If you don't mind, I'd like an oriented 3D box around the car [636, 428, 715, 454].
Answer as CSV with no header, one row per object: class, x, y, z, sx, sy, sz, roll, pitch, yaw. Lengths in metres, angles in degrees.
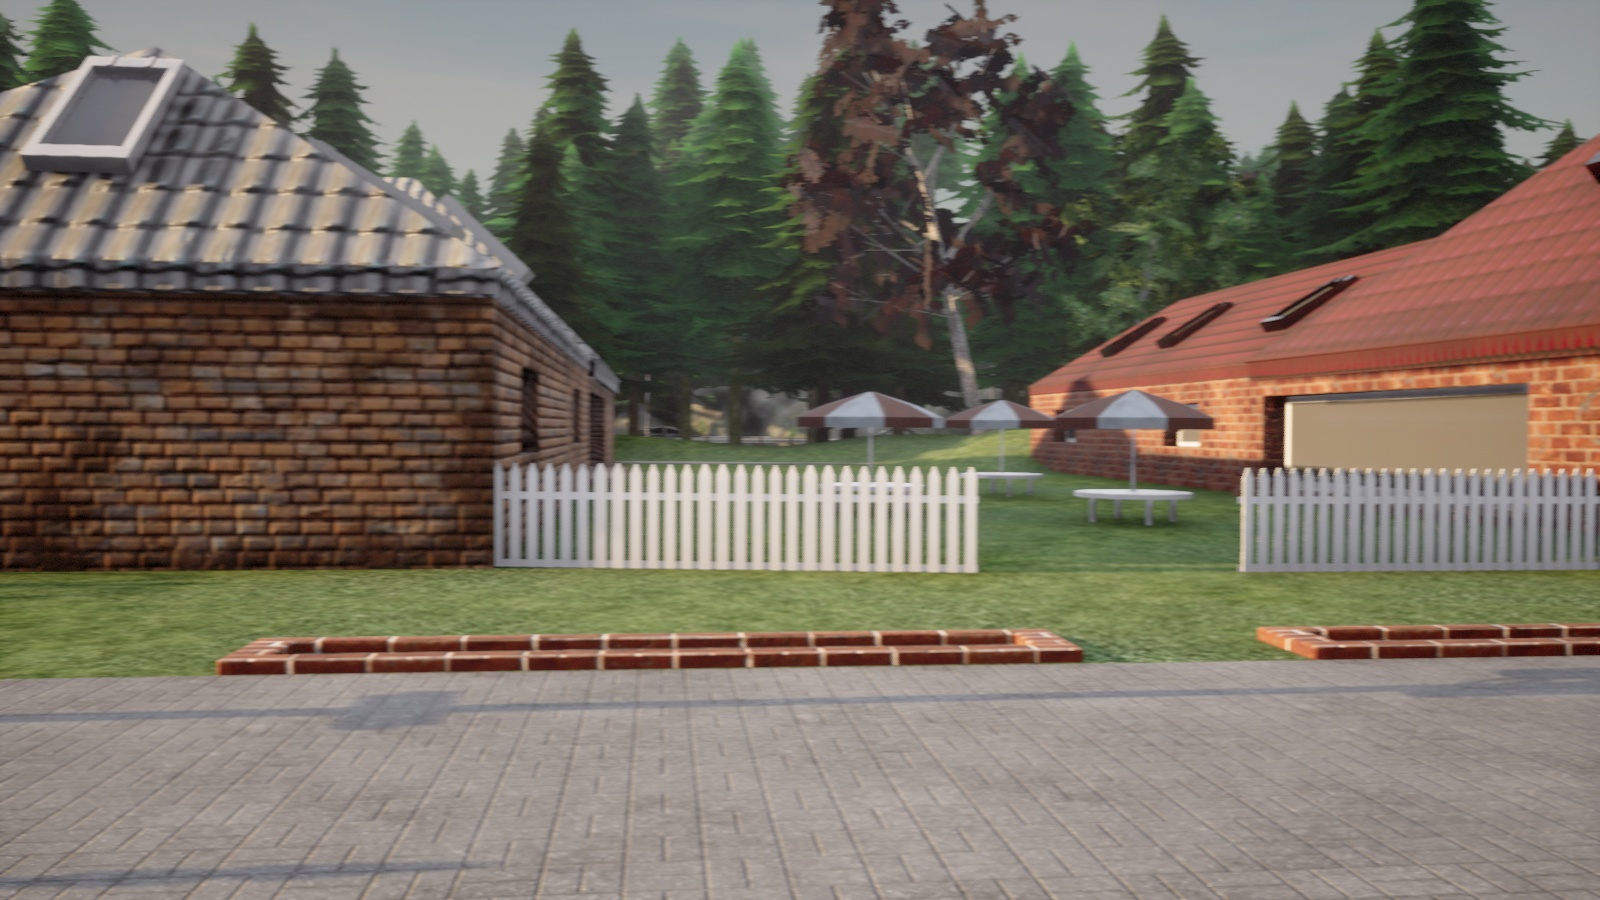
car,-7.833,-0.577,78.885,4.892,1.490,1.837,-1,1,-6
